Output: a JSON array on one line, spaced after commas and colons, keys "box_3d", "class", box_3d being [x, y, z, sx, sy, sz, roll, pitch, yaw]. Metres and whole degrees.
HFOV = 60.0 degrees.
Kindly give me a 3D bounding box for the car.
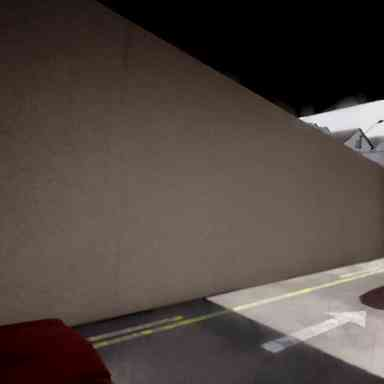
[{"box_3d": [-2.767, 1.587, 1.835, 4.718, 1.301, 1.895, 1, 0, -35], "class": "car"}]
